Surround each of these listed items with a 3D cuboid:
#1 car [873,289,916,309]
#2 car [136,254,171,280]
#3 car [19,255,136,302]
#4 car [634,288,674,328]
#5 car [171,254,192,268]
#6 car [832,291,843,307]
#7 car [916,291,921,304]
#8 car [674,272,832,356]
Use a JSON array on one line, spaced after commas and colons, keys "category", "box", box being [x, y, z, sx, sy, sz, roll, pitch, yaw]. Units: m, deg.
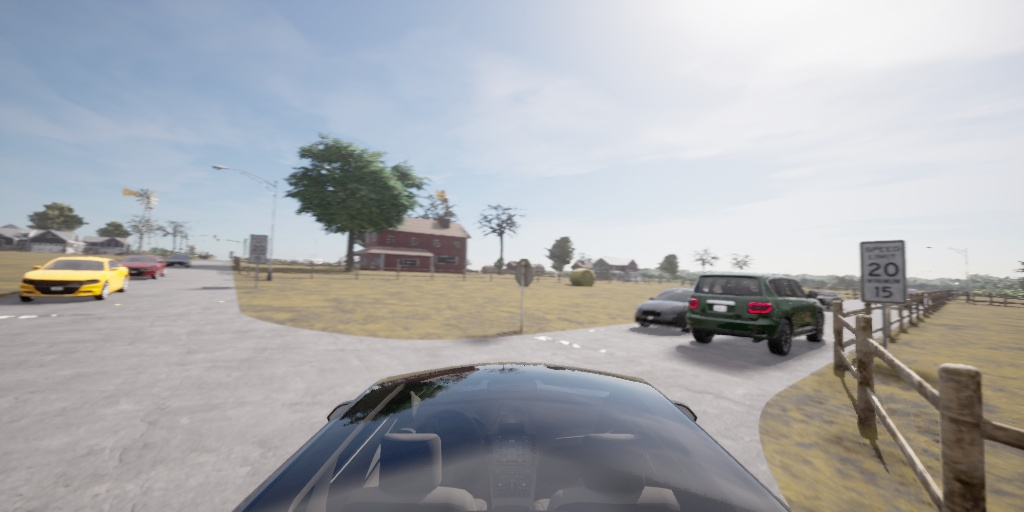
[{"category": "car", "box": [31.069, 3.424, 29.257, 5.008, 1.535, 1.882, 4, -4, -38]}, {"category": "car", "box": [-23.760, 0.653, 23.032, 1.882, 1.535, 5.008, 4, -2, -38]}, {"category": "car", "box": [-16.413, 0.770, 13.706, 1.882, 1.535, 5.008, 4, -2, -38]}, {"category": "car", "box": [6.630, 1.982, 13.719, 4.892, 1.490, 1.837, 4, -4, -38]}, {"category": "car", "box": [-36.878, 0.548, 39.810, 2.033, 1.411, 5.357, 4, -2, -38]}, {"category": "car", "box": [22.228, 3.140, 25.975, 4.718, 1.301, 1.895, 4, -4, -38]}, {"category": "car", "box": [39.492, 4.005, 35.932, 5.008, 1.535, 1.882, 4, -4, -38]}, {"category": "car", "box": [7.326, 1.549, 10.652, 5.566, 2.045, 2.150, 4, -4, -38]}]
